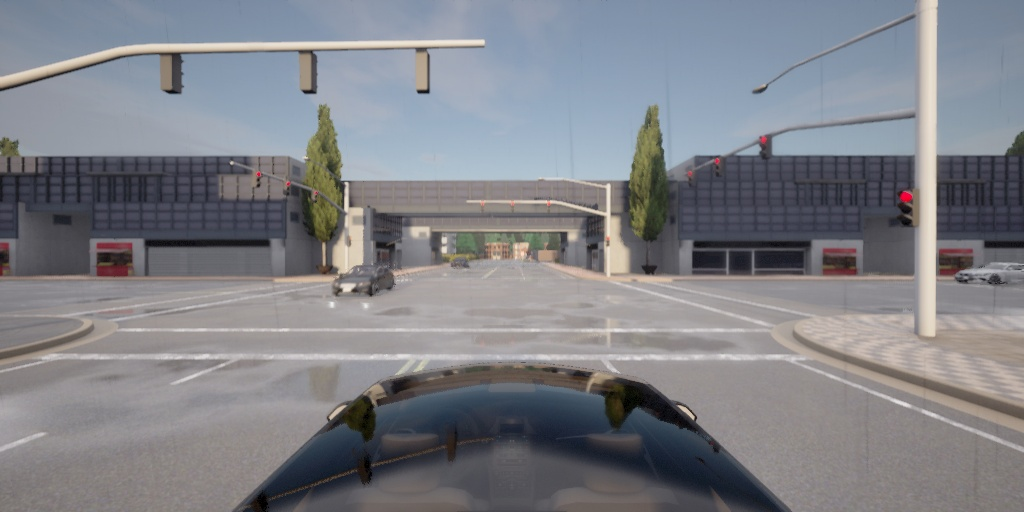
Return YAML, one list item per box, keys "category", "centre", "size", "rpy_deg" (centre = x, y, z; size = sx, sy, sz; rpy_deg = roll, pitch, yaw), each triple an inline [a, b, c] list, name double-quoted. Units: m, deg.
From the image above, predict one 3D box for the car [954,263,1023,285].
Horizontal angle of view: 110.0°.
- category: "car"
  centre: [32.998, 1.192, 24.223]
  size: [4.674, 1.442, 1.812]
  rpy_deg: [0, 0, 0]

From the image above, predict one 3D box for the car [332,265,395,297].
- category: "car"
  centre: [-7.411, 1.225, 18.344]
  size: [2.128, 1.511, 4.902]
  rpy_deg: [0, 0, -3]

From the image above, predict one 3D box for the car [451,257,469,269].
- category: "car"
  centre: [-7.546, 0.868, 52.142]
  size: [2.097, 1.767, 4.553]
  rpy_deg: [0, 0, 0]
